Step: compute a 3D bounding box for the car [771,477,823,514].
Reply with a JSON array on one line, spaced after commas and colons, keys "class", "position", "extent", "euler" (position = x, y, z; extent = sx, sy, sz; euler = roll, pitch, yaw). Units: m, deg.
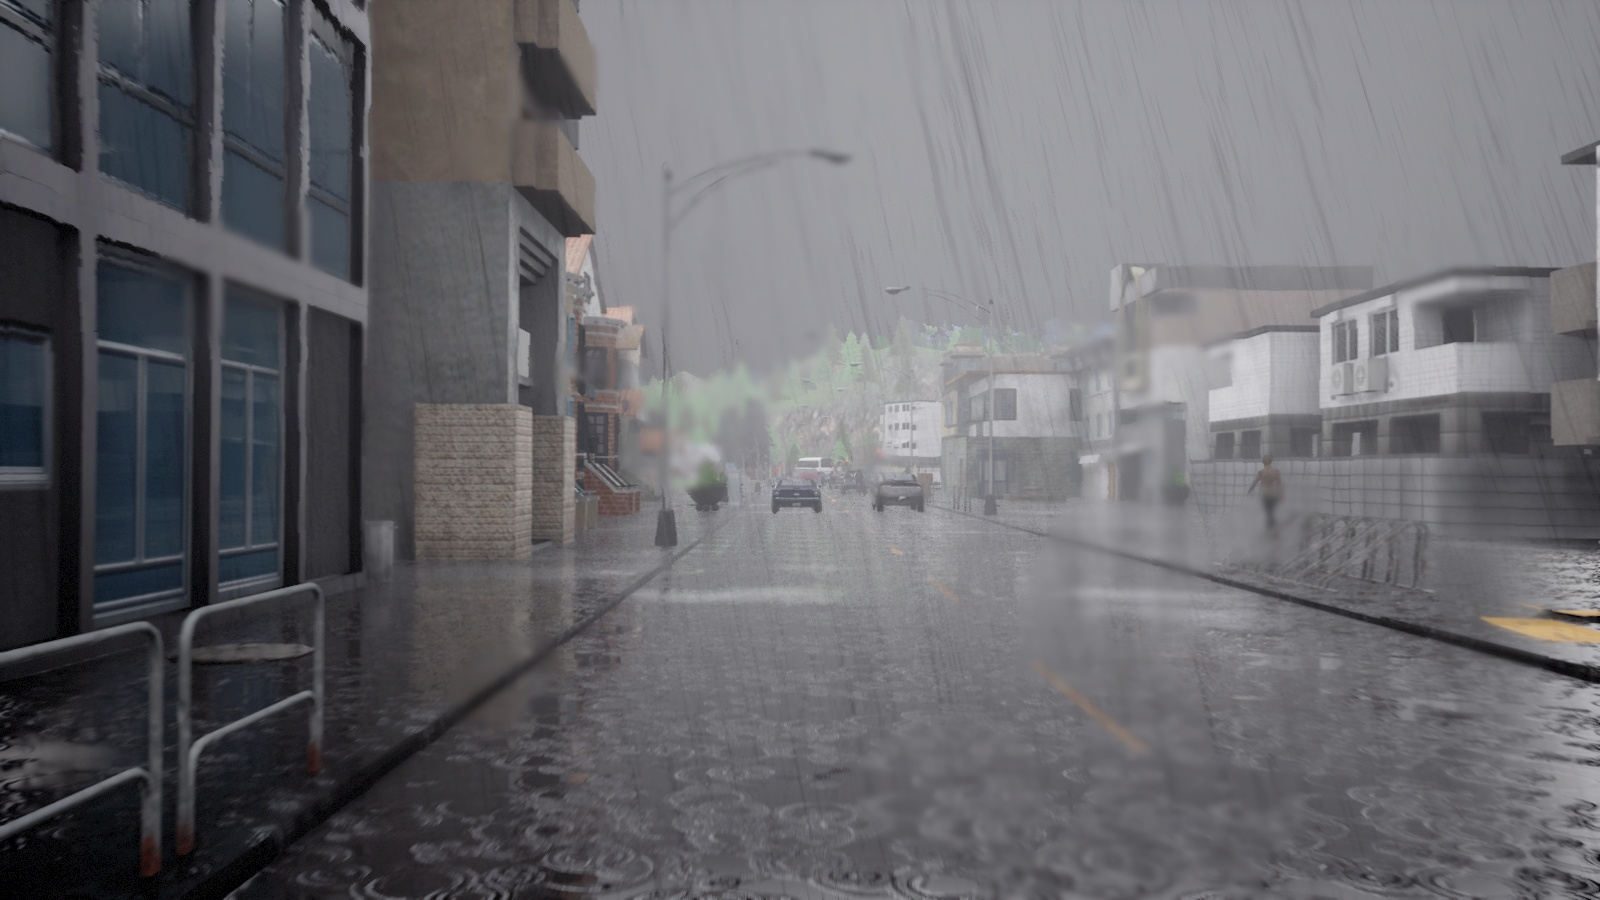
[{"class": "car", "position": [-0.119, 1.727, 48.458], "extent": [1.895, 1.301, 4.718], "euler": [0, -1, 0]}]

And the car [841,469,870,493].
[{"class": "car", "position": [3.779, 2.144, 86.409], "extent": [1.851, 1.617, 3.988], "euler": [0, -1, 0]}]

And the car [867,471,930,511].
[{"class": "car", "position": [3.876, 1.597, 50.249], "extent": [2.128, 1.511, 4.902], "euler": [0, -1, 0]}]
